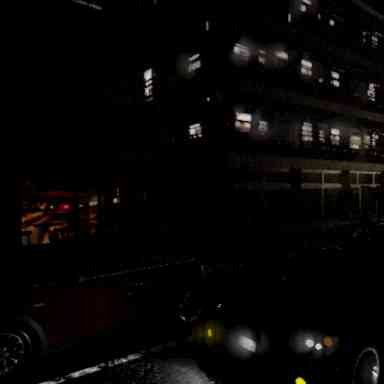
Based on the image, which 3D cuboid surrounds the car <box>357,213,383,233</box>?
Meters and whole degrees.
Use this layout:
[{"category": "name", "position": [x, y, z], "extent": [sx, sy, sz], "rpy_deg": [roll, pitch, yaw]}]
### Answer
[{"category": "car", "position": [7.495, 1.414, 11.923], "extent": [4.097, 1.590, 1.967], "rpy_deg": [0, -1, -35]}]

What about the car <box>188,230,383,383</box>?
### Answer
[{"category": "car", "position": [2.256, 1.555, 4.989], "extent": [4.181, 1.385, 1.994], "rpy_deg": [0, 0, -36]}]

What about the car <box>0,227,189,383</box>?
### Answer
[{"category": "car", "position": [-1.749, 1.437, 5.327], "extent": [4.097, 1.590, 1.967], "rpy_deg": [0, -1, -36]}]
